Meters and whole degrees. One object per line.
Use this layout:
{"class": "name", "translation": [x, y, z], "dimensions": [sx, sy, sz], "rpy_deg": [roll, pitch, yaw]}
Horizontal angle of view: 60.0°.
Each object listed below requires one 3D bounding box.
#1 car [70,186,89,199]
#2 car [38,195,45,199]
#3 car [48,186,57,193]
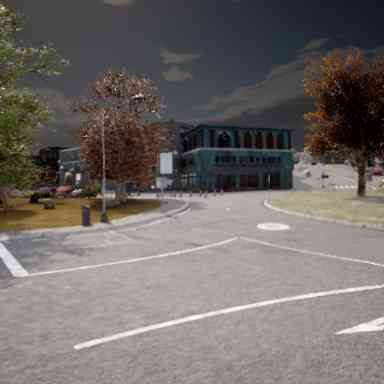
{"class": "car", "translation": [-16.218, 0.323, 48.410], "dimensions": [2.231, 1.521, 4.892], "rpy_deg": [-1, 1, 16]}
{"class": "car", "translation": [-21.025, 0.132, 51.942], "dimensions": [2.435, 2.045, 5.566], "rpy_deg": [-2, 1, 16]}
{"class": "car", "translation": [-18.635, 0.103, 50.124], "dimensions": [2.435, 2.045, 5.566], "rpy_deg": [-1, 1, 16]}
